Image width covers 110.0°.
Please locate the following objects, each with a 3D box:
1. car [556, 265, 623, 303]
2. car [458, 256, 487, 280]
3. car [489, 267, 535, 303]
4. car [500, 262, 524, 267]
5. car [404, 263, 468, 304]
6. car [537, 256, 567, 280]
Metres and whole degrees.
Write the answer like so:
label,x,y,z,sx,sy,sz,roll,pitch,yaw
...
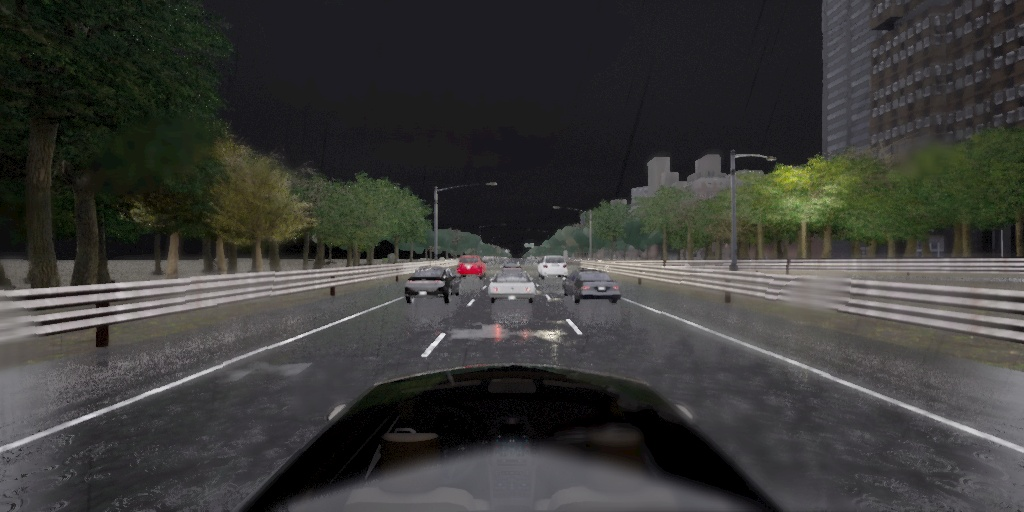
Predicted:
label,x,y,z,sx,sy,sz,roll,pitch,yaw
car,3.500,1.313,16.500,2.033,1.411,5.357,0,0,0
car,-3.501,1.003,31.530,2.150,2.045,5.566,0,0,0
car,0.000,1.366,16.530,1.895,1.301,4.718,0,0,0
car,0.000,1.241,31.500,2.128,1.511,4.902,0,0,0
car,-3.500,1.245,16.501,2.128,1.511,4.902,0,0,0
car,3.500,1.004,31.530,2.150,2.045,5.566,0,0,0
